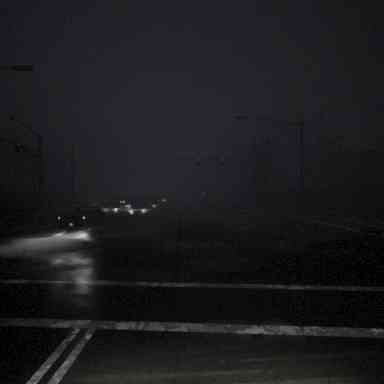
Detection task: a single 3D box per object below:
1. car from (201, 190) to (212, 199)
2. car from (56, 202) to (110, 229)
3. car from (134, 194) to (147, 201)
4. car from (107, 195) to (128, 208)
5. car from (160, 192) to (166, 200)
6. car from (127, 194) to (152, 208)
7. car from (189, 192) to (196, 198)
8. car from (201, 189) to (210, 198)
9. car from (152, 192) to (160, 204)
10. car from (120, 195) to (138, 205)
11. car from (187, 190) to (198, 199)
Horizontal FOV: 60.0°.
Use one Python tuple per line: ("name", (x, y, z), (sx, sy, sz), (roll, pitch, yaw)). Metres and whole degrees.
("car", (3.618, 0.907, 77.548), (1.994, 1.385, 4.181), (0, 1, 0))
("car", (-7.072, 1.593, 21.684), (1.895, 1.301, 4.718), (0, 0, 0))
("car", (-10.407, 1.153, 67.661), (1.895, 1.301, 4.718), (0, 1, 0))
("car", (-10.534, 1.415, 46.024), (2.033, 1.411, 5.357), (0, 1, 0))
("car", (-6.889, 0.792, 73.554), (2.097, 1.767, 4.553), (0, 1, 0))
("car", (-7.033, 1.351, 45.271), (1.882, 1.535, 5.008), (0, 1, 0))
("car", (0.132, 0.682, 87.157), (1.812, 1.442, 4.674), (0, 1, 0))
("car", (3.633, 0.375, 87.541), (2.150, 2.045, 5.566), (0, 1, 0))
("car", (-7.003, 1.222, 56.117), (1.882, 1.535, 5.008), (0, 1, 0))
("car", (-10.505, 1.243, 55.593), (2.128, 1.511, 4.902), (0, 1, 0))
("car", (0.116, 0.602, 76.480), (2.150, 2.045, 5.566), (0, 1, 0))
